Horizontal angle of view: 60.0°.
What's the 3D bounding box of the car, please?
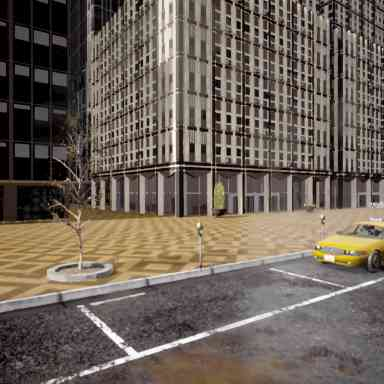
[{"bbox_3d":[5.799,1.526,10.687,4.829,1.417,1.752,0,0,-35],"label":"car"}]
